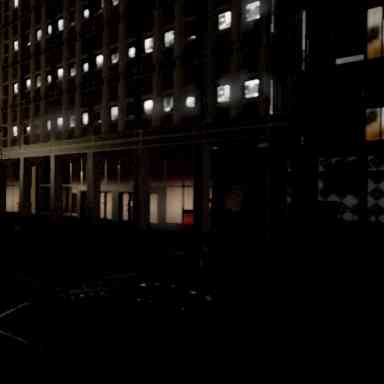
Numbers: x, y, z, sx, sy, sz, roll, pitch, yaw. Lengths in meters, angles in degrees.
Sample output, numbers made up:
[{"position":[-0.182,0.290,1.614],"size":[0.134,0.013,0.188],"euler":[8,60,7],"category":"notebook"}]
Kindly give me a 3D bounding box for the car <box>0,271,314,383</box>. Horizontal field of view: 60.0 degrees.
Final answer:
[{"position":[-0.945,1.570,3.537],"size":[4.313,1.339,1.947],"euler":[0,1,36],"category":"car"}]
